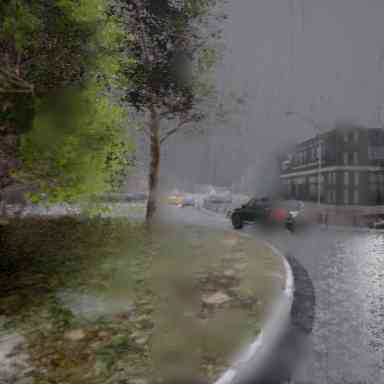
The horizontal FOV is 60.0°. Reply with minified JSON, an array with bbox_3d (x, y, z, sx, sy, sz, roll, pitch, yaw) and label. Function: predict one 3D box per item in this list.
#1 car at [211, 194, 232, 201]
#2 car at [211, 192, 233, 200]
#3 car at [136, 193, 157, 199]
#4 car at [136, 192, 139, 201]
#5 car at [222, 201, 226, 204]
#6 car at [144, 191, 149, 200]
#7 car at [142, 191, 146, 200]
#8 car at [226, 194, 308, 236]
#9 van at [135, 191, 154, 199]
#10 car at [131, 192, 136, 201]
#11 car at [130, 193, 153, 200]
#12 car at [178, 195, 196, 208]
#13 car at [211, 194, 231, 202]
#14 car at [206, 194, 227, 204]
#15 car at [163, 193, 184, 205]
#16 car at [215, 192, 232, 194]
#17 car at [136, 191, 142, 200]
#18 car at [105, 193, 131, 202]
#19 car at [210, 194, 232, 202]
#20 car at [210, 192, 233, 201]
[{"bbox_3d":[7.075,1.366,79.492,4.892,1.521,2.231,1,1,6],"label":"car"},{"bbox_3d":[7.998,1.031,87.902,5.566,2.045,2.435,1,1,6],"label":"car"},{"bbox_3d":[-12.155,1.014,89.028,5.008,1.535,2.097,1,1,6],"label":"car"},{"bbox_3d":[-14.308,1.222,69.844,4.674,1.452,2.002,1,0,6],"label":"car"},{"bbox_3d":[4.546,1.674,25.753,1.994,1.385,4.181,1,0,-31],"label":"car"},{"bbox_3d":[-13.100,0.838,80.808,5.566,2.045,2.435,1,1,6],"label":"car"},{"bbox_3d":[-13.699,1.142,75.329,4.892,1.521,2.231,1,0,6],"label":"car"},{"bbox_3d":[4.373,1.315,19.595,2.150,2.045,5.566,1,0,-20],"label":"car"},{"bbox_3d":[-12.339,0.815,86.272,4.442,1.987,1.878,1,1,6],"label":"van"},{"bbox_3d":[-14.623,1.200,67.106,5.008,1.535,2.097,1,0,6],"label":"car"},{"bbox_3d":[-12.583,1.064,83.527,5.366,1.575,1.946,1,1,6],"label":"car"},{"bbox_3d":[-0.481,1.557,50.144,2.033,1.411,5.357,1,0,2],"label":"car"},{"bbox_3d":[6.475,1.294,73.965,4.553,1.767,2.185,1,1,6],"label":"car"},{"bbox_3d":[4.861,1.537,60.281,4.792,1.488,2.163,1,0,6],"label":"car"},{"bbox_3d":[-3.084,1.421,55.904,1.882,1.535,5.008,1,0,5],"label":"car"},{"bbox_3d":[5.536,1.360,65.674,4.553,1.767,2.185,1,0,6],"label":"car"},{"bbox_3d":[-13.969,1.037,72.579,4.553,1.767,2.185,1,0,6],"label":"car"},{"bbox_3d":[-14.894,1.090,64.356,4.553,1.767,2.185,1,0,6],"label":"car"},{"bbox_3d":[6.765,1.390,76.856,5.008,1.535,2.097,1,1,6],"label":"car"},{"bbox_3d":[7.414,1.086,82.247,5.566,2.045,2.435,1,1,6],"label":"car"}]
